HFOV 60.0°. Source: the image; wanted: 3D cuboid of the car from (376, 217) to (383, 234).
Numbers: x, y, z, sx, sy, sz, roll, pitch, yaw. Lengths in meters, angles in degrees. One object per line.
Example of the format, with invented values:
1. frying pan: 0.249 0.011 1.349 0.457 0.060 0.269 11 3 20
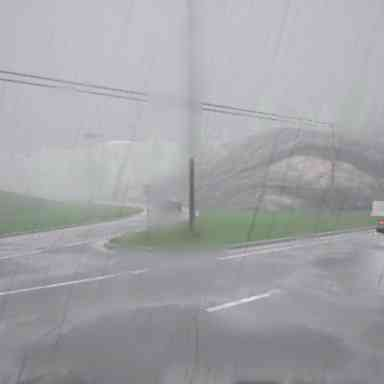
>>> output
1. car: 10.807 1.429 15.752 5.357 1.411 2.033 0 0 -35

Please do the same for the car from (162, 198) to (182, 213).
1. car: -2.067 1.356 34.759 1.882 1.535 5.008 0 0 -3
